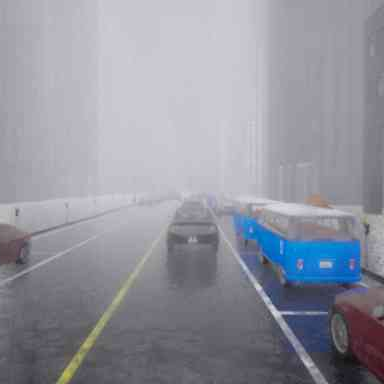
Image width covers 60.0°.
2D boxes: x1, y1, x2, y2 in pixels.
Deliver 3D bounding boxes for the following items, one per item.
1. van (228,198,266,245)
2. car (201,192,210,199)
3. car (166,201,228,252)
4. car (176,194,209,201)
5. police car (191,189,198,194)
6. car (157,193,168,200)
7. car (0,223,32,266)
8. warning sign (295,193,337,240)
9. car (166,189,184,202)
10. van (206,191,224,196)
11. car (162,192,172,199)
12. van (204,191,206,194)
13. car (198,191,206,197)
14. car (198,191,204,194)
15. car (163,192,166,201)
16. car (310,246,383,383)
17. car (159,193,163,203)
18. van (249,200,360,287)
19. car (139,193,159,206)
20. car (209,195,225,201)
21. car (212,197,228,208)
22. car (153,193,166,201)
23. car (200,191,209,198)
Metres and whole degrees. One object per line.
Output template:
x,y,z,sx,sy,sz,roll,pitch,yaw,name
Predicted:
2.766,1.183,14.384,1.690,1.788,3.998,0,1,0,van
2.781,0.781,71.328,1.752,1.417,4.829,0,1,0,car
0.045,1.346,13.244,2.128,1.511,4.902,0,1,1,car
0.049,1.189,28.252,2.128,1.511,4.902,0,1,1,car
0.919,0.657,73.797,1.930,1.638,5.238,0,1,0,police car
-5.746,0.843,65.309,1.752,1.417,4.829,0,1,0,car
-5.760,1.485,8.710,1.802,1.307,4.206,0,1,0,car
5.070,0.964,13.685,1.300,1.860,1.060,0,1,0,warning sign
-3.044,0.618,57.569,2.150,2.045,5.566,0,1,1,car
2.772,0.948,37.093,1.690,1.788,3.998,0,1,0,van
-5.743,0.746,76.834,1.887,1.381,4.507,0,1,0,car
2.773,0.889,42.770,1.690,1.788,3.998,0,1,0,van
2.787,0.475,93.866,1.967,1.590,4.097,0,1,0,car
2.779,0.630,65.478,2.192,1.841,5.009,0,1,0,car
-5.749,0.959,53.955,1.752,1.417,4.829,0,1,0,car
2.763,1.547,3.032,1.802,1.307,4.206,0,1,0,car
-5.750,0.931,48.448,1.967,1.590,4.097,0,1,0,car
2.765,1.244,8.707,1.690,1.788,3.998,0,1,0,van
-5.752,1.100,42.772,2.008,1.369,4.403,0,1,0,car
2.770,1.247,31.418,1.802,1.307,4.206,0,1,0,car
2.769,1.305,25.740,1.802,1.307,4.206,0,1,0,car
-5.747,0.940,59.803,1.947,1.339,4.313,0,1,0,car
2.782,0.641,76.835,1.967,1.590,4.097,0,1,0,car
